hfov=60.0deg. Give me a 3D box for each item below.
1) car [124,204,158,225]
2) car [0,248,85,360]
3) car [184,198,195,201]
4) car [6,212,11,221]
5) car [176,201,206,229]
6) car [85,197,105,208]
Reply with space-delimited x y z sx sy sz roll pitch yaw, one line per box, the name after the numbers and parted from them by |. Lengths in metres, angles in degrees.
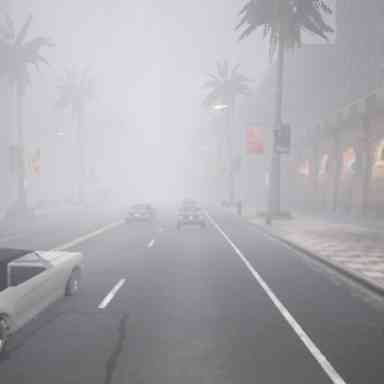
-3.587 1.551 24.083 2.033 1.411 5.357 0 0 0 | car
-3.407 1.602 5.623 1.895 1.301 4.718 0 0 0 | car
-0.328 1.509 42.791 1.837 1.490 4.892 0 0 -1 | car
-10.597 1.495 14.809 2.128 1.511 4.902 0 0 0 | car
-0.070 1.550 21.861 2.033 1.411 5.357 0 0 0 | car
-14.092 1.488 48.602 2.231 1.521 4.892 0 0 -1 | car
